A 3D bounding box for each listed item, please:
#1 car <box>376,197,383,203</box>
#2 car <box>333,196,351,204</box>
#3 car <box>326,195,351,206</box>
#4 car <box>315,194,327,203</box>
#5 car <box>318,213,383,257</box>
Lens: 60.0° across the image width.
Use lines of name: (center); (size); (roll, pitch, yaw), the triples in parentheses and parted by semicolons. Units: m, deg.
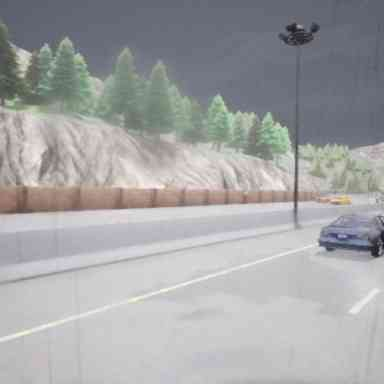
car: (35.096, 1.610, 61.044); (2.128, 1.511, 4.902); (1, 0, 39)
car: (29.436, 1.512, 65.166); (2.128, 1.511, 4.902); (1, 0, 39)
car: (23.358, 1.463, 52.277); (1.882, 1.535, 5.008); (2, 1, 42)
car: (26.624, 1.287, 67.251); (2.097, 1.767, 4.553); (1, 0, 39)
car: (6.764, 1.551, 13.144); (2.033, 1.411, 5.357); (1, 1, 42)
